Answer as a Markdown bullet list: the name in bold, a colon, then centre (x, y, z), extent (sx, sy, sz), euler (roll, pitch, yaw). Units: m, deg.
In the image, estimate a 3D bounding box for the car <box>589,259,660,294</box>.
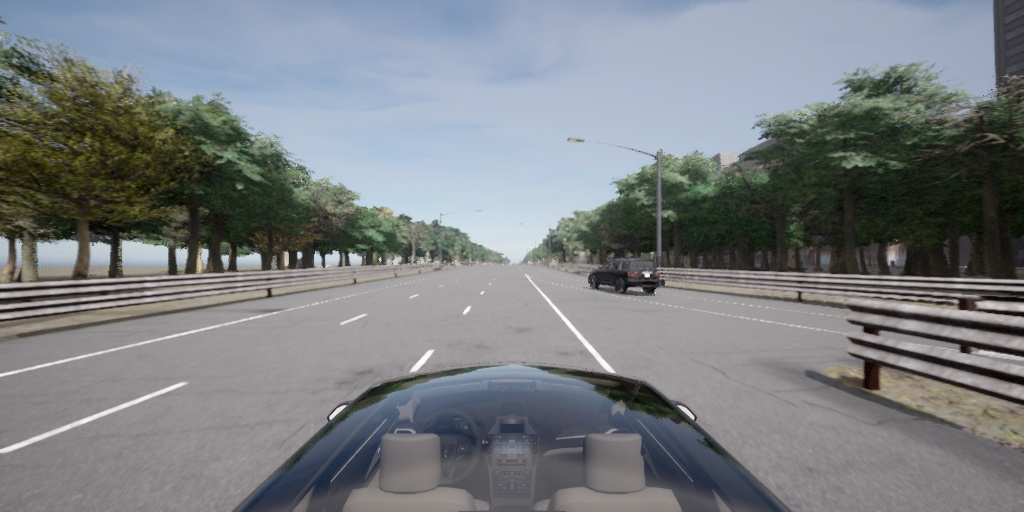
- **car**: centre (6.842, 1.193, 22.420), extent (2.150, 2.045, 5.566), euler (0, 0, -14)
